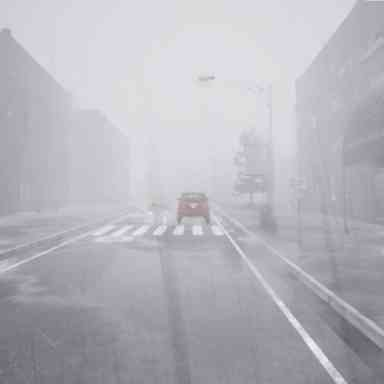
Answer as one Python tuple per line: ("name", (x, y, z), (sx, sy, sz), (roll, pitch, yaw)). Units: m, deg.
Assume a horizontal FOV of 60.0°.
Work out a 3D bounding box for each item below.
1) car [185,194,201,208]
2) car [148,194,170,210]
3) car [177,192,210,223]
("car", (0.098, 1.058, 42.161), (1.882, 1.535, 5.008), (0, 1, 0))
("car", (-3.502, 1.008, 36.097), (2.097, 1.767, 4.553), (0, 1, 0))
("car", (0.100, 1.001, 23.771), (2.150, 2.045, 5.566), (0, 1, 0))
